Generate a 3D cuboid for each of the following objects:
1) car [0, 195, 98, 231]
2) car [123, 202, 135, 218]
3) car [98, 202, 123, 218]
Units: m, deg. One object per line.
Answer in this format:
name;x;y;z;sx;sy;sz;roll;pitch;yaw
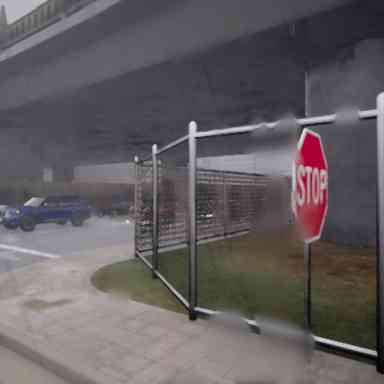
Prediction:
car;-9.063;1.215;20.924;2.150;2.045;5.566;0;0;36
car;-3.344;1.344;28.770;2.097;1.767;4.553;0;0;36
car;-6.535;1.592;30.339;1.895;1.301;4.718;0;0;36
